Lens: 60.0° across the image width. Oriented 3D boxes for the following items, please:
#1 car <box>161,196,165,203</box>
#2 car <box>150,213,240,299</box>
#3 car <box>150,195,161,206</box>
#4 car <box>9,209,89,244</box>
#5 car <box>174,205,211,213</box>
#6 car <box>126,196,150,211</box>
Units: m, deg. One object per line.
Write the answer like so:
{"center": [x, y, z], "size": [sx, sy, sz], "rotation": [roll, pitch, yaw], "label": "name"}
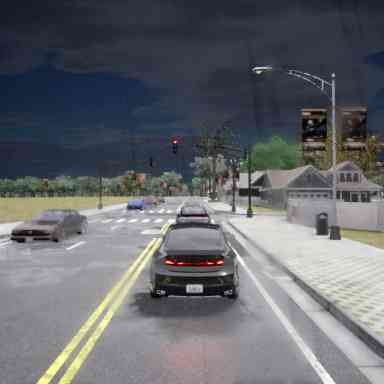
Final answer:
{"center": [-6.617, 1.569, 68.186], "size": [1.994, 1.385, 4.181], "rotation": [0, 0, 0], "label": "car"}
{"center": [0.070, 1.510, 8.476], "size": [1.837, 1.490, 4.892], "rotation": [0, 0, 1], "label": "car"}
{"center": [-6.674, 1.356, 53.987], "size": [2.097, 1.767, 4.553], "rotation": [0, 0, 0], "label": "car"}
{"center": [-6.625, 1.555, 16.194], "size": [2.033, 1.411, 5.357], "rotation": [0, 0, 0], "label": "car"}
{"center": [0.045, 1.501, 18.746], "size": [2.128, 1.511, 4.902], "rotation": [0, 0, -2], "label": "car"}
{"center": [-6.661, 1.487, 40.300], "size": [1.882, 1.535, 5.008], "rotation": [0, 0, 0], "label": "car"}
